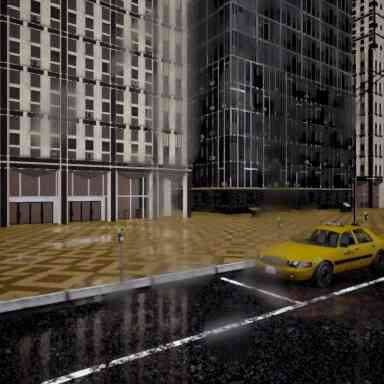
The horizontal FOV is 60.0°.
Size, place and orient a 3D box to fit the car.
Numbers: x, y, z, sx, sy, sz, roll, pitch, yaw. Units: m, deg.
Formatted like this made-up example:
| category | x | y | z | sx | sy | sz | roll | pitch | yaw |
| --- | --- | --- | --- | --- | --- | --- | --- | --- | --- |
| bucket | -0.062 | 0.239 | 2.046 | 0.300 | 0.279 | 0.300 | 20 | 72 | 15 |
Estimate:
| category | x | y | z | sx | sy | sz | roll | pitch | yaw |
| --- | --- | --- | --- | --- | --- | --- | --- | --- | --- |
| car | 3.830 | 1.526 | 9.271 | 4.829 | 1.417 | 1.752 | 0 | 0 | -35 |
